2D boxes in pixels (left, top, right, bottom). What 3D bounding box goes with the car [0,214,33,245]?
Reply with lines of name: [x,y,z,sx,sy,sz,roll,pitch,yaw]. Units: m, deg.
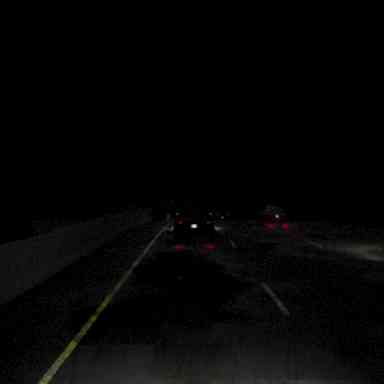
car: [-7.091,1.465,10.832,1.882,1.535,5.008,0,0,0]

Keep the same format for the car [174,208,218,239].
car: [0.099,1.554,17.292,1.994,1.385,4.181,0,0,0]

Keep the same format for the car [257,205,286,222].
car: [7.099,1.925,30.041,1.812,1.442,4.674,0,-3,0]

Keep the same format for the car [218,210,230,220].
car: [3.599,2.954,41.528,1.895,1.301,4.718,0,-6,0]

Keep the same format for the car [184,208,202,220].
car: [0.099,2.404,35.763,1.895,1.301,4.718,0,-5,0]
